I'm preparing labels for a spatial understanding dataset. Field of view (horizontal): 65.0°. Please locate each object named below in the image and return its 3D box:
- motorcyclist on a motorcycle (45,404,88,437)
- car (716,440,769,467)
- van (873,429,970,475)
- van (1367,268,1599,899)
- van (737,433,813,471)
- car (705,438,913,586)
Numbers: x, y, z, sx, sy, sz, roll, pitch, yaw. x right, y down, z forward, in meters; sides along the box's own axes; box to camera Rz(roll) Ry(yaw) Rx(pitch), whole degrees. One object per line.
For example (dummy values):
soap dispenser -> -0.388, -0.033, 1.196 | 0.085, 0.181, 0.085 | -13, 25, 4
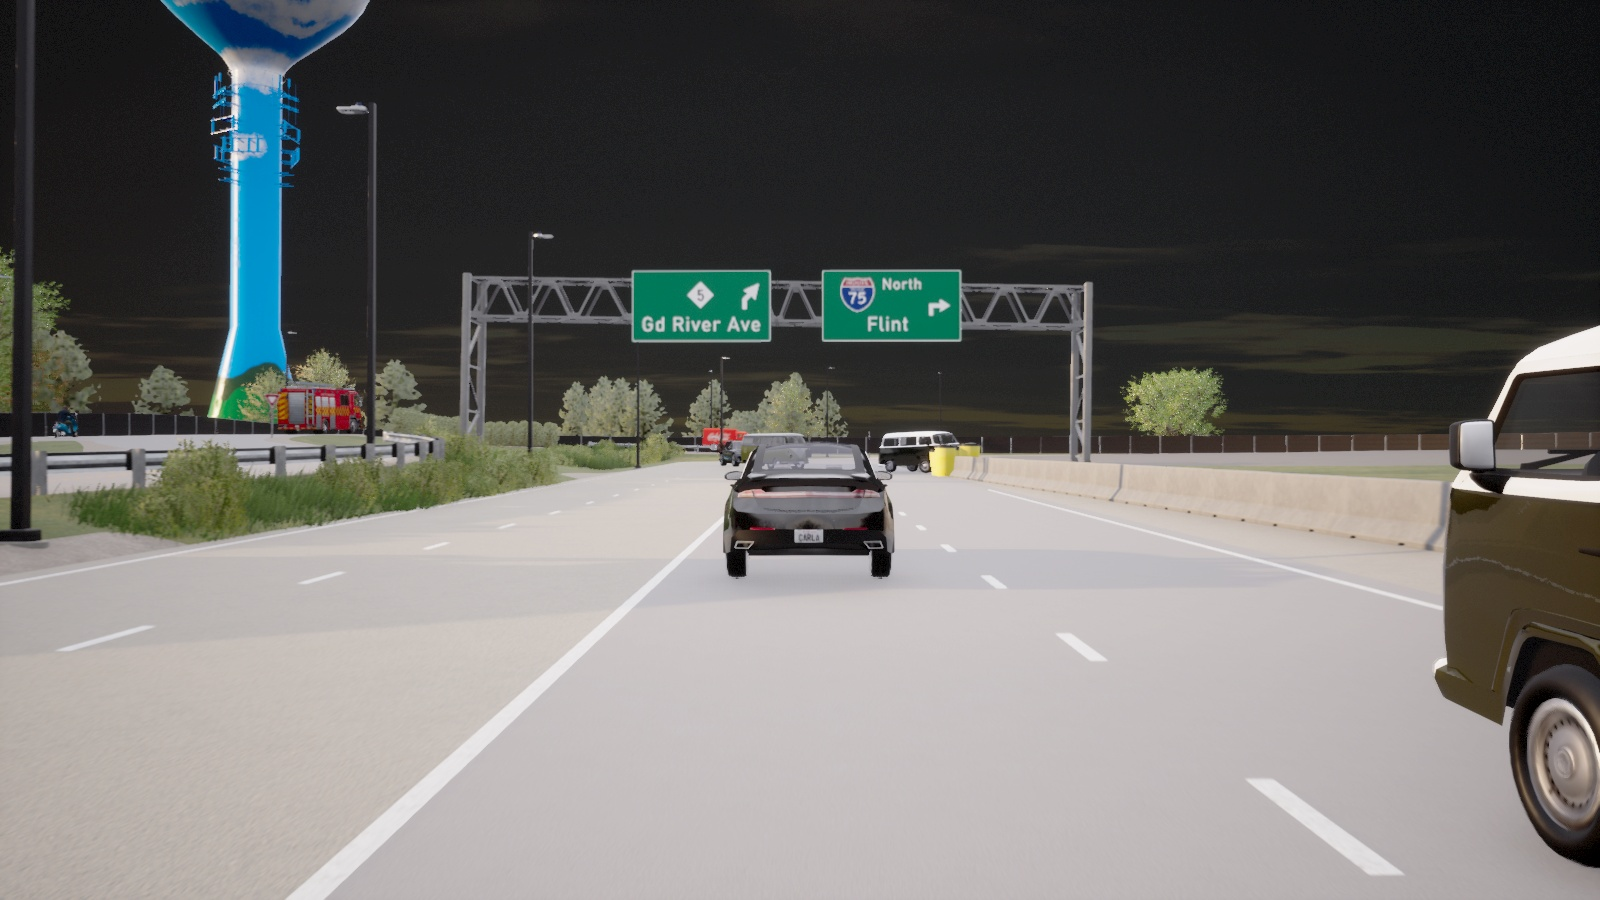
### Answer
motorcyclist on a motorcycle -> -36.095, -1.431, 61.814 | 0.866, 1.590, 1.817 | 0, 1, 6
car -> -3.603, 0.182, 77.488 | 2.033, 1.649, 4.856 | 0, 0, -18
van -> 5.903, 0.107, 61.526 | 2.069, 2.038, 4.480 | -3, 0, -39
van -> 3.535, 0.455, 3.309 | 2.069, 2.038, 4.480 | 0, 0, 0
van -> -1.362, 0.078, 67.639 | 1.775, 1.987, 4.442 | 0, 1, -38
car -> 0.103, 0.617, 15.289 | 2.128, 1.511, 4.902 | 0, 0, 0
